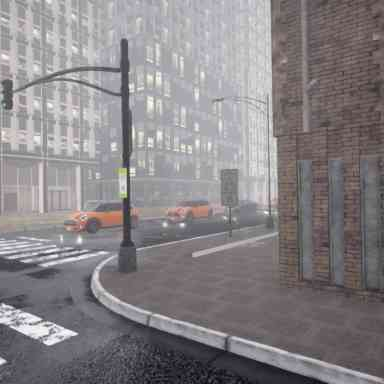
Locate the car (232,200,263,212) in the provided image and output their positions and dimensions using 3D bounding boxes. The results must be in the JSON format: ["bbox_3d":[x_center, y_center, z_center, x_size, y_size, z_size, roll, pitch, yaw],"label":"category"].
[{"bbox_3d":[6.993,1.689,41.367,1.752,1.417,4.829,-2,-1,36],"label":"car"}]

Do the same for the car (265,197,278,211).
[{"bbox_3d":[11.075,1.471,42.538,2.097,1.767,4.553,-1,-1,36],"label":"car"}]

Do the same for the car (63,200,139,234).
[{"bbox_3d":[-5.358,1.416,19.912,2.097,1.767,4.553,-1,-1,37],"label":"car"}]

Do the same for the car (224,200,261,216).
[{"bbox_3d":[5.131,1.590,34.359,2.128,1.511,4.902,-1,-1,36],"label":"car"}]

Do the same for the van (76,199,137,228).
[{"bbox_3d":[-5.917,1.460,23.512,1.690,1.788,3.998,-2,-1,36],"label":"van"}]

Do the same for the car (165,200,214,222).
[{"bbox_3d":[-0.149,1.433,27.066,2.097,1.767,4.553,-1,-1,36],"label":"car"}]
